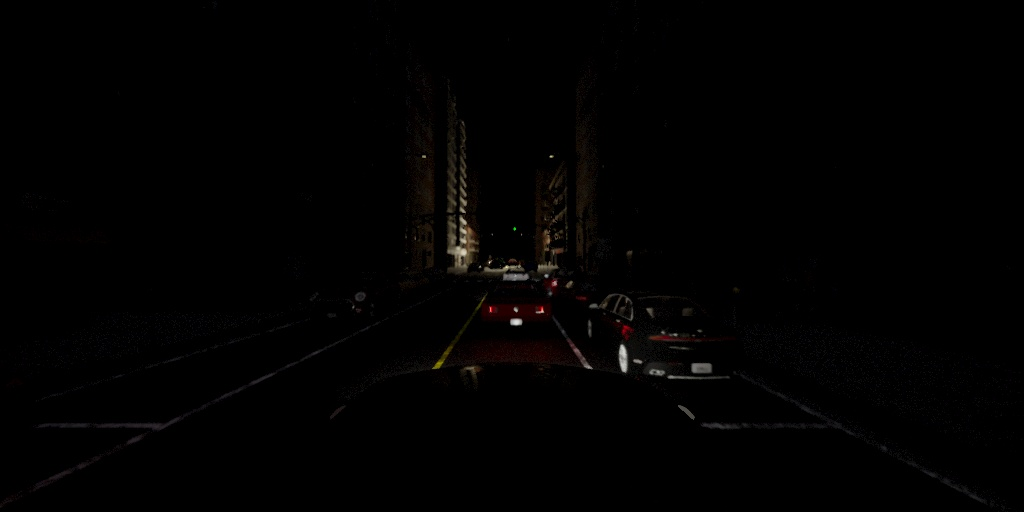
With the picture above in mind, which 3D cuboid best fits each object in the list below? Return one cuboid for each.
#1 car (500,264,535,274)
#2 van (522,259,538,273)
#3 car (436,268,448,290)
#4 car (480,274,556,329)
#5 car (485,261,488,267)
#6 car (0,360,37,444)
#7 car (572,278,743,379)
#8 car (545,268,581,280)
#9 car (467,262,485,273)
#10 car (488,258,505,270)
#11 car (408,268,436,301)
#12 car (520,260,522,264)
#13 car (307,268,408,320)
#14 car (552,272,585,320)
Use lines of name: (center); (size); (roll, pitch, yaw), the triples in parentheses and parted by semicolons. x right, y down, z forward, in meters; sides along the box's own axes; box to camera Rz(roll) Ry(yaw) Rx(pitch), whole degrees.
car: (0.562, 1.534, 28.559); (1.895, 1.301, 4.718); (0, 0, 7)
van: (2.710, 1.424, 50.803); (1.690, 1.789, 3.998); (0, 0, 0)
car: (-5.356, 1.450, 23.726); (2.007, 1.370, 4.403); (0, 0, 0)
car: (0.115, 1.417, 11.415); (1.895, 1.301, 4.718); (0, 0, 0)
car: (-5.306, 1.666, 56.488); (1.888, 1.381, 4.507); (0, 0, 0)
car: (-5.390, 1.331, 1.653); (1.802, 1.307, 4.207); (0, 0, 0)
car: (2.644, 1.338, 7.166); (2.007, 1.370, 4.403); (0, 0, 0)
car: (2.661, 1.302, 18.204); (1.967, 1.591, 4.097); (0, 0, 0)
car: (-5.315, 1.633, 50.807); (2.007, 1.370, 4.403); (0, 0, 0)
car: (-2.708, 1.516, 62.709); (2.097, 1.767, 4.553); (0, 0, 1)
car: (-5.365, 1.388, 18.038); (1.751, 1.417, 4.829); (0, 0, 0)
car: (2.728, 1.742, 62.165); (1.802, 1.307, 4.207); (0, 0, 0)
car: (-5.373, 1.264, 12.690); (1.967, 1.591, 4.097); (0, 0, 0)
car: (2.652, 1.407, 12.685); (1.802, 1.307, 4.207); (0, 0, 0)
